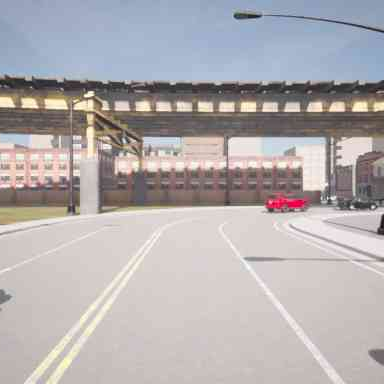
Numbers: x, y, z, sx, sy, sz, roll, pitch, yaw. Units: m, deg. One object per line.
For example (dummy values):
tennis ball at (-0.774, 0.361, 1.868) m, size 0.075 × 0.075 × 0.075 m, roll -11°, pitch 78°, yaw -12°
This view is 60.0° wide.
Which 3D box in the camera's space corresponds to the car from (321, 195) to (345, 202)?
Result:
car at (33.304, 1.453, 78.905) m, size 2.038 × 1.542 × 4.974 m, roll 0°, pitch 0°, yaw -34°

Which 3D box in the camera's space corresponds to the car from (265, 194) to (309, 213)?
car at (10.522, 1.222, 36.696) m, size 5.566 × 2.045 × 2.150 m, roll 0°, pitch 0°, yaw -34°

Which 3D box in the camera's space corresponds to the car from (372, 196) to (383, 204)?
car at (32.039, 1.295, 57.175) m, size 1.853 × 1.218 × 4.536 m, roll 0°, pitch 0°, yaw 31°

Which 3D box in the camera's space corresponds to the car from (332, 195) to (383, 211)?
car at (20.201, 1.491, 40.573) m, size 4.902 × 1.511 × 2.128 m, roll 0°, pitch 0°, yaw -11°

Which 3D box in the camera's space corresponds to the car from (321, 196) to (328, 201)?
car at (29.261, 1.295, 78.105) m, size 4.536 × 1.218 × 1.853 m, roll 0°, pitch 0°, yaw -39°

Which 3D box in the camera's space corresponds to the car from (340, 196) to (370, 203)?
car at (28.935, 1.295, 59.322) m, size 1.853 × 1.218 × 4.536 m, roll 0°, pitch 0°, yaw -29°

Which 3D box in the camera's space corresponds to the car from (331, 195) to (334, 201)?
car at (33.333, 1.295, 78.862) m, size 1.853 × 1.218 × 4.536 m, roll 0°, pitch 0°, yaw -34°

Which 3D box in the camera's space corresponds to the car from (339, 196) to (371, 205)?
car at (28.961, 1.453, 59.277) m, size 2.038 × 1.542 × 4.974 m, roll 0°, pitch 0°, yaw -29°
